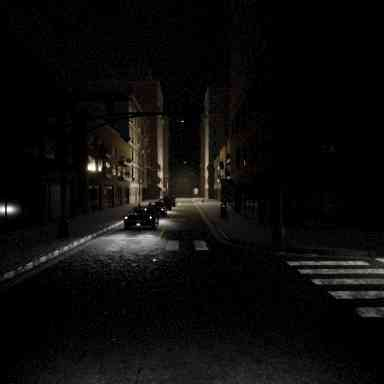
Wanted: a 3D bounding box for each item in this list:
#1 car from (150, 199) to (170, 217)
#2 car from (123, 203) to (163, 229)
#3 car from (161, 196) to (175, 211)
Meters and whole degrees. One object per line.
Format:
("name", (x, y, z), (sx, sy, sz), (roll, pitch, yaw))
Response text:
("car", (-3.324, 1.591, 30.905), (1.895, 1.301, 4.718), (0, 0, -1))
("car", (-3.185, 1.596, 21.733), (1.895, 1.301, 4.718), (0, 0, -1))
("car", (-3.444, 1.547, 40.179), (1.994, 1.385, 4.181), (0, 0, 0))
